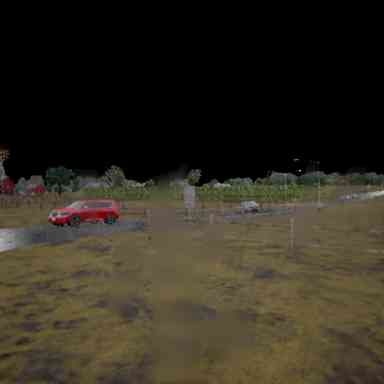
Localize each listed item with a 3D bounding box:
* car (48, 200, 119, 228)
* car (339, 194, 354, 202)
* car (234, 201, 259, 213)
[{"bbox_3d":[-8.233,1.641,25.917,2.150,2.045,5.566,-2,-2,36],"label":"car"},{"bbox_3d":[39.334,1.565,85.441,2.097,1.767,4.553,-2,0,36],"label":"car"},{"bbox_3d":[7.912,2.131,48.130,2.097,1.767,4.553,-2,-1,36],"label":"car"}]
